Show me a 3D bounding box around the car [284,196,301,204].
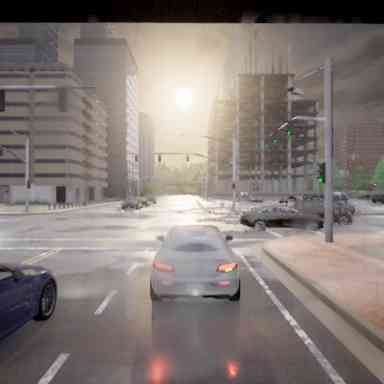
[{"bbox_3d":[18.593,1.490,61.706,1.970,1.475,3.806,0,0,0],"label":"car"}]

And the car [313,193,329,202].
[{"bbox_3d":[29.870,1.271,76.910,1.932,1.855,4.605,0,0,0],"label":"car"}]

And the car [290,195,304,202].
[{"bbox_3d":[24.292,1.513,76.834,1.970,1.475,3.806,0,0,0],"label":"car"}]

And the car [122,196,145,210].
[{"bbox_3d":[-8.078,1.421,44.814,2.097,1.767,4.553,0,0,0],"label":"car"}]

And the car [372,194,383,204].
[{"bbox_3d":[35.490,1.248,61.874,1.932,1.855,4.605,0,0,0],"label":"car"}]

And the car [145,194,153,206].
[{"bbox_3d":[-8.153,1.563,55.264,1.882,1.535,5.008,0,0,0],"label":"car"}]

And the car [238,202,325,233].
[{"bbox_3d":[5.171,1.521,19.349,4.902,1.511,2.128,0,0,0],"label":"car"}]

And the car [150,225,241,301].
[{"bbox_3d":[0.072,1.539,8.224,1.812,1.442,4.674,0,0,0],"label":"car"}]

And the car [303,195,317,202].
[{"bbox_3d":[27.187,1.481,76.847,1.784,1.438,3.905,0,0,0],"label":"car"}]

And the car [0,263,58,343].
[{"bbox_3d":[-3.441,1.533,4.350,1.812,1.442,4.674,0,0,0],"label":"car"}]

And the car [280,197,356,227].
[{"bbox_3d":[8.547,1.387,22.848,4.553,1.767,2.097,0,0,0],"label":"car"}]

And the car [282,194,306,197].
[{"bbox_3d":[13.073,1.221,44.268,1.932,1.855,4.605,0,0,0],"label":"car"}]

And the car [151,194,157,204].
[{"bbox_3d":[-8.190,1.323,65.845,2.150,2.045,5.566,0,0,-1],"label":"car"}]

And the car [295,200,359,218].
[{"bbox_3d":[12.104,1.538,30.033,4.902,1.511,2.128,0,0,0],"label":"car"}]

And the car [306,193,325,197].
[{"bbox_3d":[15.968,1.224,44.227,1.905,1.878,3.866,0,0,0],"label":"car"}]
